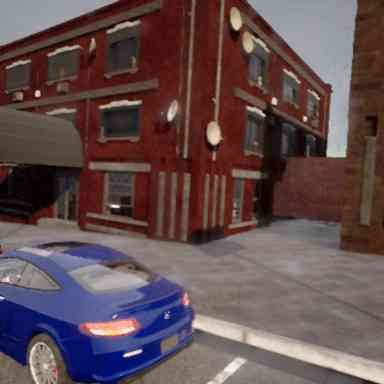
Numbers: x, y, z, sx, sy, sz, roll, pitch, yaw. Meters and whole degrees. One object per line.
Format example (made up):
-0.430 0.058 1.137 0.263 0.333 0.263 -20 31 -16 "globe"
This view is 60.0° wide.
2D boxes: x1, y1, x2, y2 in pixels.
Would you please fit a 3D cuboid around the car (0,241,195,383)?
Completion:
-2.120 1.490 5.042 4.674 1.452 2.002 0 0 35 "car"
